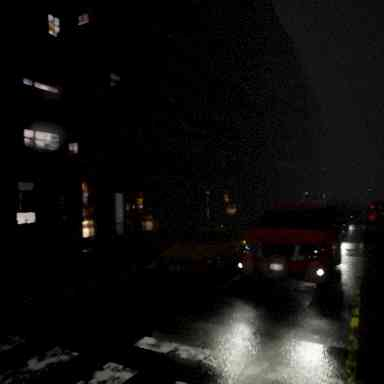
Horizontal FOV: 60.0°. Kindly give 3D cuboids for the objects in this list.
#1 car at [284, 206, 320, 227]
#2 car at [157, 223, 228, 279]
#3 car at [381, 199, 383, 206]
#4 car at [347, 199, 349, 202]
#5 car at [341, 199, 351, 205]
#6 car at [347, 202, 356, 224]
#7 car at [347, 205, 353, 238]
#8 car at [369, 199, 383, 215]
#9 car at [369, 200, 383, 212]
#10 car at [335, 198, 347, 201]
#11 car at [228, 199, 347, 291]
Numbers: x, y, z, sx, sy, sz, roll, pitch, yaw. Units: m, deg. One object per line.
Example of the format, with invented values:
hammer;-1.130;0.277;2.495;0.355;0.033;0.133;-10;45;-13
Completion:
car;8.640;1.868;25.938;1.887;1.381;4.507;-2;-2;28
car;0.671;1.702;10.737;1.752;1.417;4.829;-2;-2;28
car;42.362;2.187;72.283;1.947;1.339;4.313;-2;-2;28
car;27.041;1.963;61.061;2.192;1.841;5.009;-2;-2;28
car;37.568;2.387;81.125;1.947;1.339;4.313;-2;-1;28
car;12.869;1.855;28.373;2.033;1.411;5.357;-1;-1;28
car;7.986;1.725;19.081;1.837;1.490;4.892;-1;-1;28
car;21.926;1.712;38.794;2.097;1.767;4.553;-1;-1;28
car;26.024;1.924;46.608;2.128;1.511;4.902;-1;-1;28
car;24.419;2.148;56.040;1.887;1.381;4.507;-2;-2;28
car;3.172;1.353;9.925;2.150;2.045;5.566;-1;-1;28
